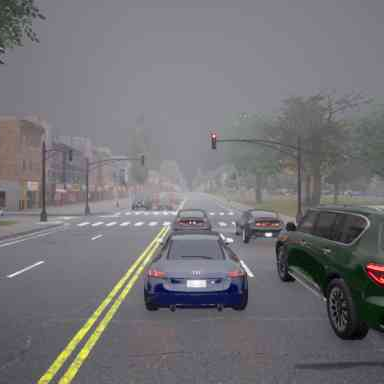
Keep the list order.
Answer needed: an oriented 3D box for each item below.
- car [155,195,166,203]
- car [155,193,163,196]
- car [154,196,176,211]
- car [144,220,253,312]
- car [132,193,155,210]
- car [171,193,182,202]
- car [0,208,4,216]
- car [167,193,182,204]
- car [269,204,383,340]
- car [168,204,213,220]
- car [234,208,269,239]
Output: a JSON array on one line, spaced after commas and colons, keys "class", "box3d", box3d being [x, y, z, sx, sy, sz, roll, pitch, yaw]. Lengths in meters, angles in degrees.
[{"class": "car", "box3d": [-6.630, 1.429, 69.686, 1.812, 1.442, 4.674, 0, 1, 0]}, {"class": "car", "box3d": [-6.702, 1.235, 57.552, 2.150, 2.045, 5.566, 0, 0, -1]}, {"class": "car", "box3d": [-3.427, 1.621, 42.917, 1.837, 1.490, 4.892, 0, 0, 0]}, {"class": "car", "box3d": [0.066, 1.583, 7.824, 1.994, 1.385, 4.181, 0, 0, 0]}, {"class": "car", "box3d": [-6.685, 1.329, 44.851, 2.150, 2.045, 5.566, 0, 0, 0]}, {"class": "car", "box3d": [-3.388, 1.220, 73.967, 2.097, 1.767, 4.553, 0, 0, 0]}, {"class": "car", "box3d": [-19.085, 1.580, 29.094, 4.902, 1.511, 2.128, 1, 0, 0]}, {"class": "car", "box3d": [-3.442, 1.230, 58.145, 2.150, 2.045, 5.566, 0, 0, 0]}, {"class": "car", "box3d": [3.314, 1.235, 6.677, 2.150, 2.045, 5.566, 0, 0, 0]}, {"class": "car", "box3d": [0.010, 1.582, 16.711, 1.837, 1.490, 4.892, 0, 0, 1]}, {"class": "car", "box3d": [3.263, 1.581, 16.539, 1.837, 1.490, 4.892, 0, 0, 0]}]
